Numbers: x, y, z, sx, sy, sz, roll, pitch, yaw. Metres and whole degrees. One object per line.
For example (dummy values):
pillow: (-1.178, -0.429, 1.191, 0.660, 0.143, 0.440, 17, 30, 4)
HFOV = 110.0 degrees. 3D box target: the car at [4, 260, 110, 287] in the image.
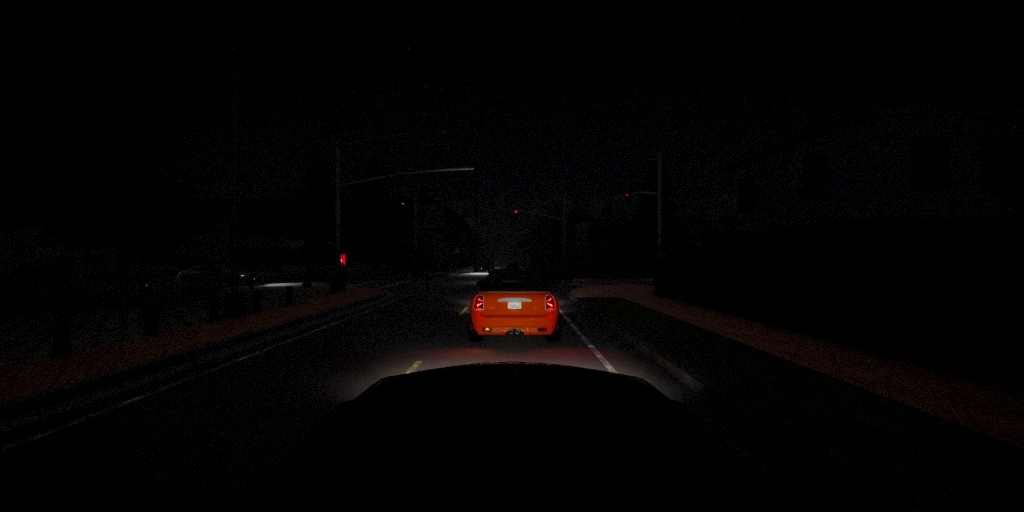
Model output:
car: (-30.190, 1.243, 24.149, 5.008, 1.535, 1.882, 0, 0, -1)

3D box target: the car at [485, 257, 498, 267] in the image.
car: (-3.593, 1.102, 64.412, 2.097, 1.767, 4.553, 0, 0, 0)

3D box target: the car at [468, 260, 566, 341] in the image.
car: (0.067, 1.102, 9.977, 2.097, 1.767, 4.553, 0, 0, 0)

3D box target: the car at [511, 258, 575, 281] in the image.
car: (2.604, 1.090, 28.415, 4.553, 1.767, 2.097, 0, 0, -18)

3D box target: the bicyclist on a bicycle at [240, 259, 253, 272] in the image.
bicyclist on a bicycle: (-23.575, 1.066, 31.823, 0.582, 1.620, 1.656, 0, 0, -2)

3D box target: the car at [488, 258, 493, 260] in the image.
car: (-3.619, 1.314, 44.326, 1.994, 1.385, 4.181, 0, 0, 0)

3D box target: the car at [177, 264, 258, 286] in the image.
car: (-20.010, 1.291, 24.465, 4.674, 1.442, 1.812, 0, 0, -2)

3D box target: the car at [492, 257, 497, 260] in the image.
car: (-3.620, 1.314, 54.294, 1.994, 1.385, 4.181, 0, 0, 0)

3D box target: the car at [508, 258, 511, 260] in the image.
car: (0.064, 1.241, 56.493, 2.128, 1.511, 4.902, 0, 0, 0)
